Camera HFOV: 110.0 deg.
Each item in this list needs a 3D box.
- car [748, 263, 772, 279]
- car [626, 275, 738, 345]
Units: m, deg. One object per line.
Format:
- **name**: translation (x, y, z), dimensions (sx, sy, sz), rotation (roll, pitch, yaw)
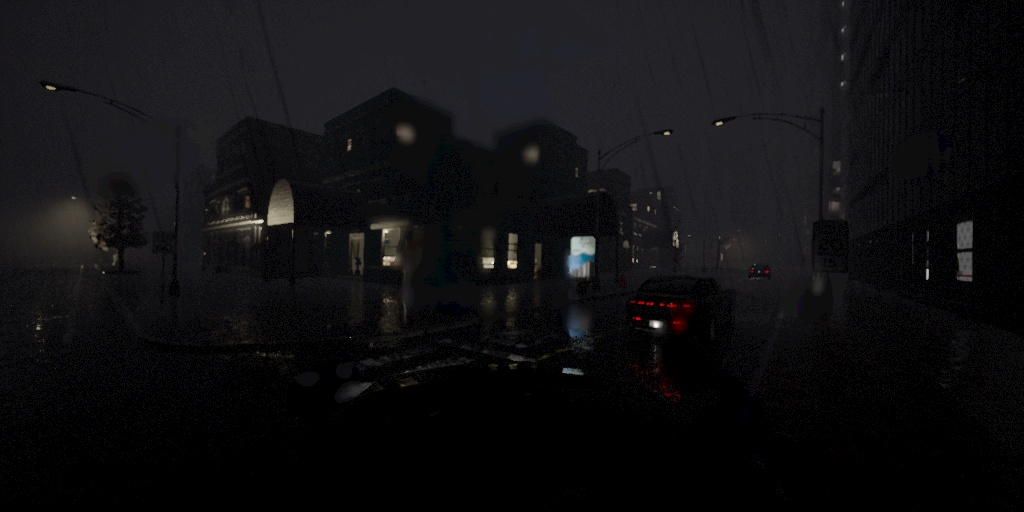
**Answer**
- **car**: translation (24.976, 1.565, 36.115), dimensions (2.033, 1.411, 5.357), rotation (1, 0, 36)
- **car**: translation (4.657, 1.250, 9.637), dimensions (1.837, 1.490, 4.892), rotation (1, 0, 39)
